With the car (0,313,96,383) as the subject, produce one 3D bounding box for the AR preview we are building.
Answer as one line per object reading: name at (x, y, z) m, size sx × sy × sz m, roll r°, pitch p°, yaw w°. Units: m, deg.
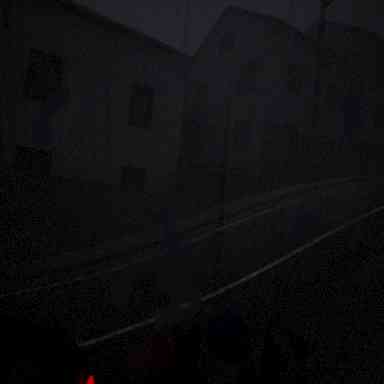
car at (-2.772, 1.559, 2.136) m, size 4.181 × 1.385 × 1.994 m, roll 3°, pitch -2°, yaw -33°
